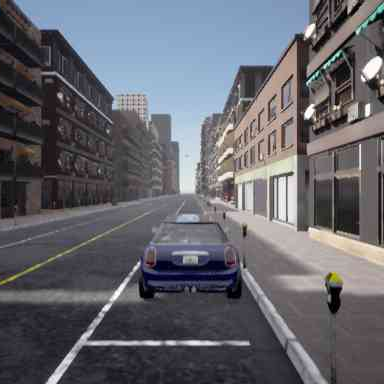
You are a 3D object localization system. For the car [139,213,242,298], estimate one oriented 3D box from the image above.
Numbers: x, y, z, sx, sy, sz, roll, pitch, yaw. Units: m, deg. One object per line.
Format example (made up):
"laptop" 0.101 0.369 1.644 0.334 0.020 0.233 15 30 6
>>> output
"car" -0.032 1.343 8.619 2.097 1.767 4.553 0 0 0
